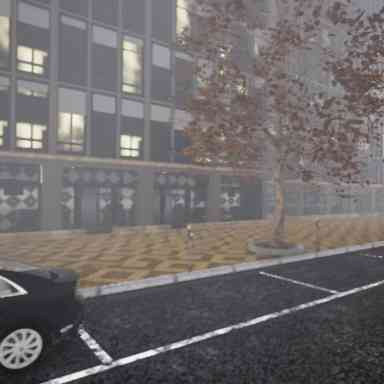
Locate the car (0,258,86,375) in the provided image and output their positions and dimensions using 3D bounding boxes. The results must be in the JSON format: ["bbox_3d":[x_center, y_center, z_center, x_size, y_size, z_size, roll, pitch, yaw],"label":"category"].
[{"bbox_3d":[-3.572,1.544,4.009,4.403,1.369,2.008,1,0,-35],"label":"car"}]
